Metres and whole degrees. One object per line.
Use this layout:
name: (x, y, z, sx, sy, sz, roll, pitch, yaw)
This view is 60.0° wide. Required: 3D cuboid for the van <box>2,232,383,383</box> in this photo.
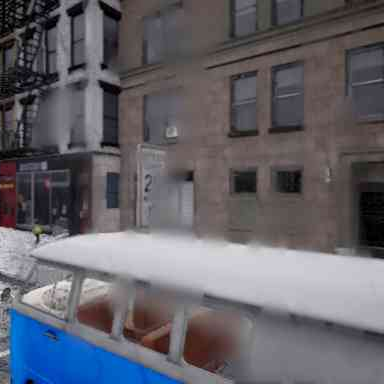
van: (0.051, 1.335, 2.774, 3.998, 1.788, 1.690, 0, 0, 36)
